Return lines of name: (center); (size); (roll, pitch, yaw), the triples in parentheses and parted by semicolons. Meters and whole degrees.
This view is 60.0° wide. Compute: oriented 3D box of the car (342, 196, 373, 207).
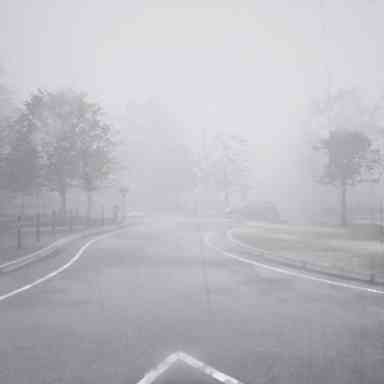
car: (32.900, 1.965, 67.805); (5.566, 2.045, 2.435); (0, -1, 43)

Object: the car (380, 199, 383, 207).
car: (40.395, 2.589, 76.083); (5.366, 1.575, 1.946); (0, -2, 43)

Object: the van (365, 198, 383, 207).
van: (44.366, 2.595, 79.843); (4.442, 1.987, 1.878); (0, -2, 43)

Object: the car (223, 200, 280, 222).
car: (4.893, 1.464, 27.697); (4.553, 1.767, 2.097); (1, -1, 2)

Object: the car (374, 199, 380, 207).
car: (36.633, 2.132, 71.789); (5.566, 2.045, 2.435); (0, -1, 43)
